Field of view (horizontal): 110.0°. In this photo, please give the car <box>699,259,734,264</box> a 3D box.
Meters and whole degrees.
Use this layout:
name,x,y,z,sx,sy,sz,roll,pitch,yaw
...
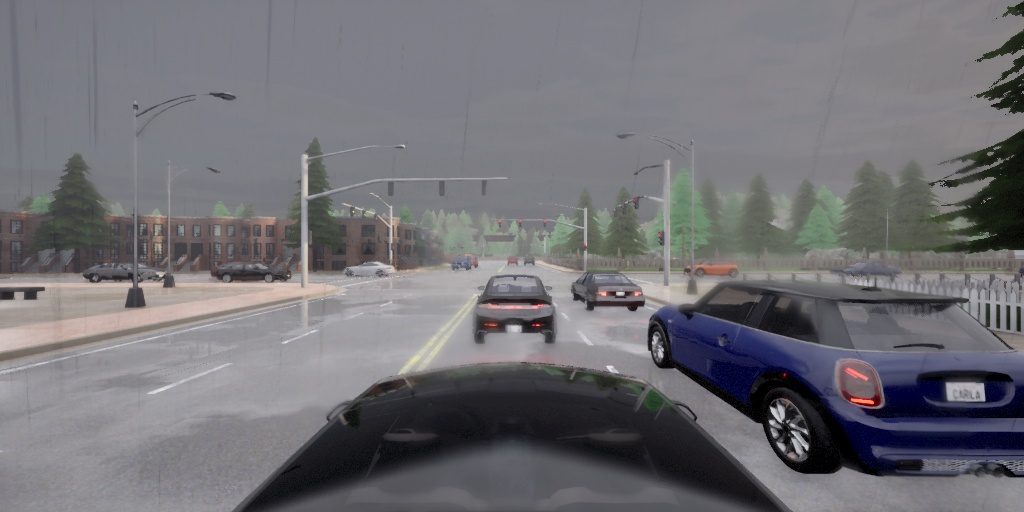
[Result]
name,x,y,z,sx,sy,sz,roll,pitch,yaw
car,18.778,1.102,33.971,4.553,1.767,2.097,0,0,0

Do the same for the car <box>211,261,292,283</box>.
name,x,y,z,sx,sy,sz,roll,pitch,yaw
car,-19.499,1.228,27.245,5.008,1.535,1.882,0,0,-1

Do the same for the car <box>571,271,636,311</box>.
name,x,y,z,sx,sy,sz,roll,pitch,yaw
car,3.611,1.297,14.391,2.033,1.411,5.357,0,0,1

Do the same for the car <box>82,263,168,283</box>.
name,x,y,z,sx,sy,sz,roll,pitch,yaw
car,-28.996,1.241,26.975,4.902,1.511,2.128,0,0,-4

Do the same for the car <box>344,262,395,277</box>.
name,x,y,z,sx,sy,sz,roll,pitch,yaw
car,-13.678,1.275,34.474,4.674,1.442,1.812,0,0,0

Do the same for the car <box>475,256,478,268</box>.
name,x,y,z,sx,sy,sz,roll,pitch,yaw
car,-6.938,0.971,60.513,2.150,2.045,5.566,0,0,0

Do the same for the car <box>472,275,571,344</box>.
name,x,y,z,sx,sy,sz,roll,pitch,yaw
car,0.080,1.242,9.566,2.128,1.511,4.902,0,0,1

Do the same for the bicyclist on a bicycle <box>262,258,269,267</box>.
name,x,y,z,sx,sy,sz,roll,pitch,yaw
bicyclist on a bicycle,-28.730,1.053,41.699,0.582,1.620,1.656,0,0,-1

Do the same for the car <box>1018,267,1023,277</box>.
name,x,y,z,sx,sy,sz,roll,pitch,yaw
car,51.030,1.273,33.775,5.008,1.535,1.882,0,0,0

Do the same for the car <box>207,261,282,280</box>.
name,x,y,z,sx,sy,sz,roll,pitch,yaw
car,-22.808,1.228,30.683,5.008,1.535,1.882,0,0,-1

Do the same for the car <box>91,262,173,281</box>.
name,x,y,z,sx,sy,sz,roll,pitch,yaw
car,-31.904,1.276,30.255,4.674,1.442,1.812,0,0,-7

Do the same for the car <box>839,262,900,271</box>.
name,x,y,z,sx,sy,sz,roll,pitch,yaw
car,33.462,1.296,33.924,5.357,1.411,2.033,0,0,0

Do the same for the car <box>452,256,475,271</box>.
name,x,y,z,sx,sy,sz,roll,pitch,yaw
car,-6.966,0.971,50.288,2.150,2.045,5.566,0,0,1

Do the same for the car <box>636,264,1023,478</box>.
name,x,y,z,sx,sy,sz,roll,pitch,yaw
car,3.609,1.102,4.973,2.097,1.767,4.553,0,0,0
